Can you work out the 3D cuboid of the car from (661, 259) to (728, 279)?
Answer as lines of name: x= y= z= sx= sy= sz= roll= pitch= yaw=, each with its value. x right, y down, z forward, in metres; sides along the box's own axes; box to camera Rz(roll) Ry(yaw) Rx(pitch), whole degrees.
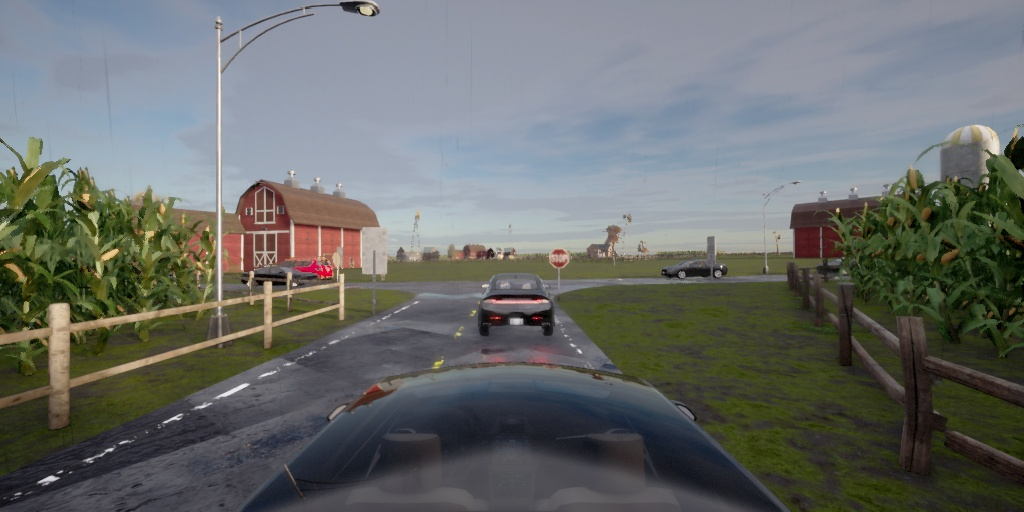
car: x=14.202 y=1.009 z=28.033 sx=4.892 sy=1.490 sz=1.837 roll=-1 pitch=0 yaw=-4

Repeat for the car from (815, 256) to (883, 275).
car: x=27.529 y=0.752 z=29.311 sx=5.008 sy=1.535 sz=1.882 roll=-1 pitch=0 yaw=-8

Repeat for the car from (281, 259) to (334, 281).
car: x=-17.160 y=1.252 z=28.507 sx=5.566 sy=2.045 sz=2.150 roll=-1 pitch=-1 yaw=5

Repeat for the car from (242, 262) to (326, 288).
car: x=-16.403 y=1.465 z=25.519 sx=5.008 sy=1.535 sz=1.882 roll=-1 pitch=-1 yaw=5

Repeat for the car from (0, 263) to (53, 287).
car: x=-46.021 y=1.733 z=33.305 sx=5.566 sy=2.045 sz=2.150 roll=-1 pitch=-1 yaw=15

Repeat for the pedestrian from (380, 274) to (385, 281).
pedestrian: x=-11.179 y=1.241 z=30.987 sx=0.375 sy=1.860 sz=0.375 roll=0 pitch=0 yaw=4

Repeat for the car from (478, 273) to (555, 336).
car: x=0.106 y=1.243 z=10.382 sx=2.128 sy=1.511 sz=4.902 roll=0 pitch=0 yaw=0

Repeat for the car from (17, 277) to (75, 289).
car: x=-36.869 y=1.853 z=28.400 sx=4.674 sy=1.442 sz=1.812 roll=-1 pitch=-1 yaw=11

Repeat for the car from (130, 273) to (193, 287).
car: x=-26.747 y=1.707 z=26.676 sx=5.357 sy=1.411 sz=2.033 roll=-1 pitch=-1 yaw=8
